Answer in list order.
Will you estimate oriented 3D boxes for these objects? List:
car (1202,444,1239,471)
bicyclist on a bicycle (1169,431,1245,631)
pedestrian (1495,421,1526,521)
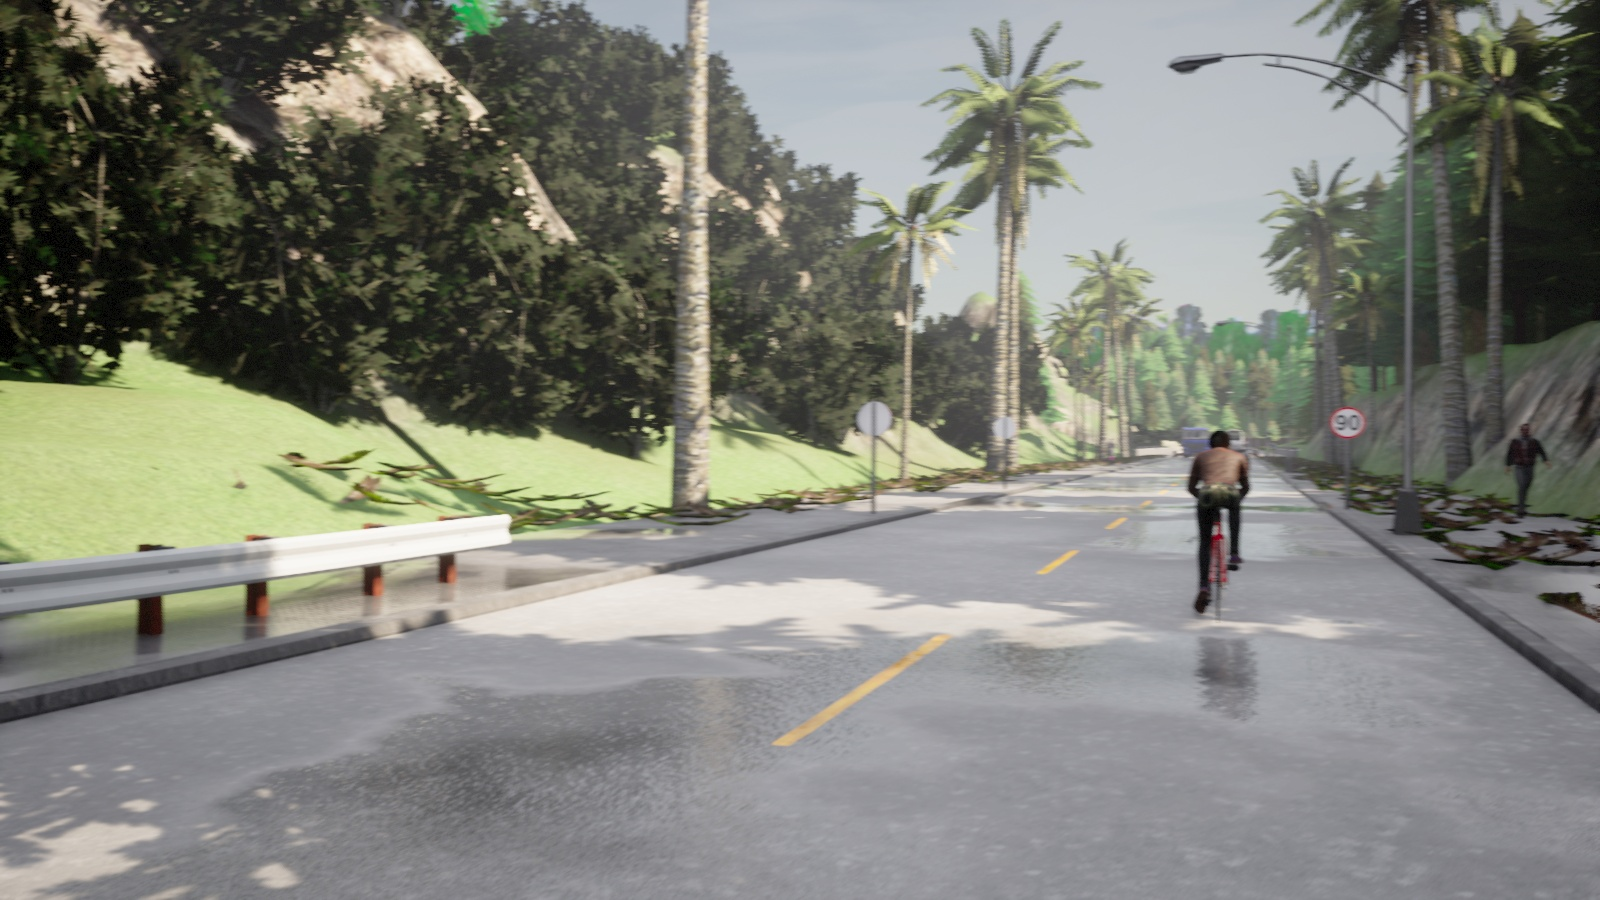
[{"bbox_3d":[24.690,0.408,73.716,2.007,1.525,4.514,0,0,19],"label":"car"},{"bbox_3d":[3.585,0.655,11.048,0.582,1.620,1.656,0,0,18],"label":"bicyclist on a bicycle"},{"bbox_3d":[13.421,0.394,23.733,0.376,1.854,0.720,0,0,18],"label":"pedestrian"}]
